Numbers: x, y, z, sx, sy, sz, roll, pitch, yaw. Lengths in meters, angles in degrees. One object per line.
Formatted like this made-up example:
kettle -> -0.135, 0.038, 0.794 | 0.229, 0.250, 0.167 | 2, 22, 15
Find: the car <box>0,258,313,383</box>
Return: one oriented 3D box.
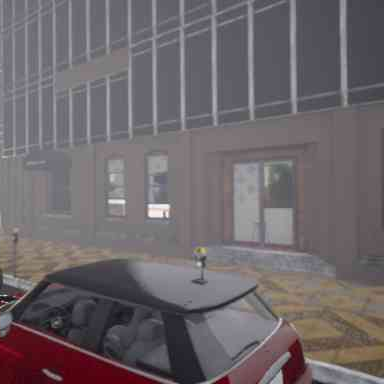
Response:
car -> -0.963, 1.468, 3.576 | 4.097, 1.590, 1.967 | -1, 0, 36
